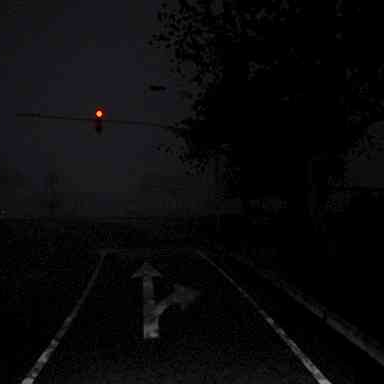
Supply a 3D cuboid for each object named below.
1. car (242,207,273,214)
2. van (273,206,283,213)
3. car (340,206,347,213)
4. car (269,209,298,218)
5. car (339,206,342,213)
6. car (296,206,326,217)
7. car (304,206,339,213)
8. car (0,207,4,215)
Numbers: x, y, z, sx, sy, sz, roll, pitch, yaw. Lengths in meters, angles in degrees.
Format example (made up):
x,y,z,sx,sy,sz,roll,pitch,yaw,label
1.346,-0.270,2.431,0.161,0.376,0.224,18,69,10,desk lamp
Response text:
x,y,z,sx,sy,sz,roll,pitch,yaw,label
11.397,3.908,60.250,1.946,1.575,5.366,4,-8,-36,car
14.217,3.730,61.157,1.878,1.987,4.442,4,-8,-36,van
28.446,3.915,65.422,2.435,2.045,5.566,3,-8,-36,car
16.995,4.035,62.074,2.163,1.488,4.792,3,-7,-36,car
25.608,4.121,64.552,2.097,1.535,5.008,4,-8,-36,car
20.756,3.427,57.977,4.553,1.767,2.097,1,-6,-16,car
21.360,3.352,55.029,4.181,1.385,1.994,1,-6,-16,car
-21.634,1.677,33.315,4.902,1.511,2.128,2,-5,-16,car
